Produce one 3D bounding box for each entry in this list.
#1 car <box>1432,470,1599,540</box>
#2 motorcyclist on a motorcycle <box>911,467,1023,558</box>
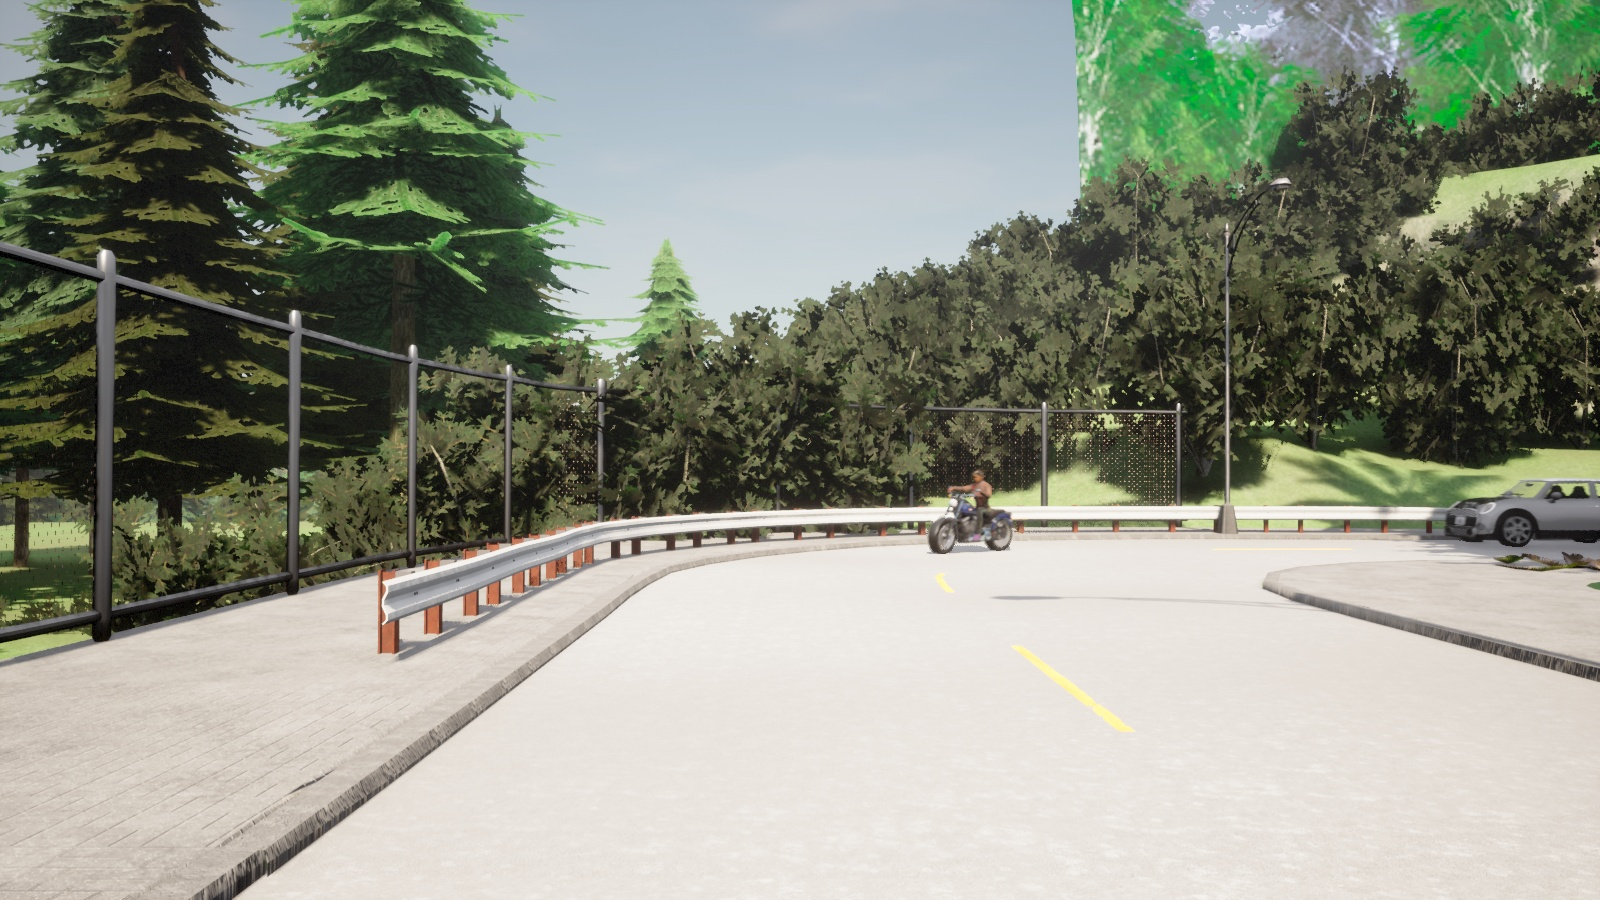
[{"bbox_3d":[16.248,1.176,27.507,3.806,1.475,1.970,0,-1,0],"label":"car"},{"bbox_3d":[3.227,1.158,24.138,2.350,1.649,0.766,0,0,-41],"label":"motorcyclist on a motorcycle"}]
